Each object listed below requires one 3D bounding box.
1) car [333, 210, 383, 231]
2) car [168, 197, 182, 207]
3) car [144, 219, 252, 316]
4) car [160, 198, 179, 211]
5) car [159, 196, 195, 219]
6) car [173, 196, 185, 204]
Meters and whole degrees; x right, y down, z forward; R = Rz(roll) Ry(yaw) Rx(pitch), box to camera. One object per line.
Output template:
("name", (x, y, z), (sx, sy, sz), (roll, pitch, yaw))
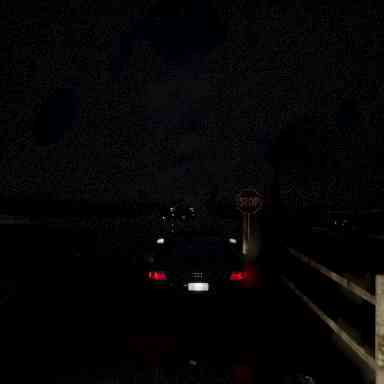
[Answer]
("car", (12.641, 2.058, 23.786), (4.892, 1.490, 1.837), (2, 0, -2))
("car", (-2.700, 1.610, 54.090), (1.994, 1.385, 4.181), (0, 0, 1))
("car", (0.111, 1.567, 7.613), (1.994, 1.385, 4.181), (0, 0, 0))
("car", (-2.752, 1.522, 41.810), (2.128, 1.511, 4.902), (0, 0, 0))
("car", (-1.347, 1.377, 27.923), (2.097, 1.767, 4.553), (0, 0, -18))
("car", (-2.628, 1.562, 67.411), (2.128, 1.511, 4.902), (0, 0, 1))
